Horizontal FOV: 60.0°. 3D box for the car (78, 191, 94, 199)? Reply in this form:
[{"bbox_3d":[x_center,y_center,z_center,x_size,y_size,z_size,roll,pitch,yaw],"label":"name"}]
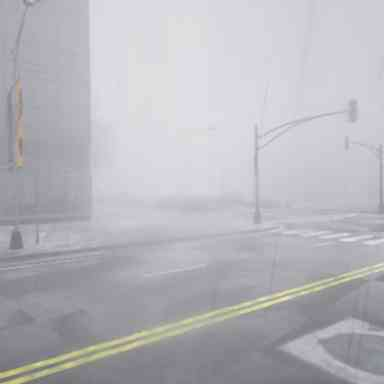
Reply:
[{"bbox_3d":[-26.038,0.807,81.279,2.192,1.841,5.009,-1,1,-37],"label":"car"}]

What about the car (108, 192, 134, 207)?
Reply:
[{"bbox_3d":[-9.212,1.135,44.575,1.967,1.590,4.097,-1,1,-37],"label":"car"}]

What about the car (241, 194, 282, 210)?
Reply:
[{"bbox_3d":[7.754,1.189,36.139,1.802,1.307,4.206,-1,1,-37],"label":"car"}]

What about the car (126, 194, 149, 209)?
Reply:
[{"bbox_3d":[-5.831,1.292,40.062,1.802,1.307,4.206,-1,1,-37],"label":"car"}]

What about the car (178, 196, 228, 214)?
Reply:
[{"bbox_3d":[0.928,1.310,31.032,1.947,1.339,4.313,-1,1,-37],"label":"car"}]

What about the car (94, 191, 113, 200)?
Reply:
[{"bbox_3d":[-19.280,0.823,72.250,2.192,1.841,5.009,-1,1,-37],"label":"car"}]

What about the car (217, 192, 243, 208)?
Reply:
[{"bbox_3d":[4.372,0.904,40.651,2.192,1.841,5.009,-1,1,-37],"label":"car"}]

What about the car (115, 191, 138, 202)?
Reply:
[{"bbox_3d":[-12.523,0.840,63.221,2.192,1.841,5.009,-1,1,-37],"label":"car"}]

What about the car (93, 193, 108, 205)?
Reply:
[{"bbox_3d":[-12.590,1.264,49.092,1.802,1.307,4.206,-1,1,-37],"label":"car"}]

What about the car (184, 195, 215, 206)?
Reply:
[{"bbox_3d":[0.995,1.139,45.167,1.947,1.339,4.313,-1,1,-37],"label":"car"}]

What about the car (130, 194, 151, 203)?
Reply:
[{"bbox_3d":[-9.142,1.079,58.709,1.887,1.381,4.507,-1,1,-37],"label":"car"}]

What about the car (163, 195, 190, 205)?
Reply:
[{"bbox_3d":[-2.383,1.124,49.680,1.947,1.339,4.313,-1,1,-37],"label":"car"}]

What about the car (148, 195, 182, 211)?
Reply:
[{"bbox_3d":[-2.452,1.291,35.548,1.947,1.339,4.313,-1,1,-37],"label":"car"}]

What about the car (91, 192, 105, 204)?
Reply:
[{"bbox_3d":[-15.867,1.197,53.470,1.752,1.417,4.829,-1,1,-37],"label":"car"}]
